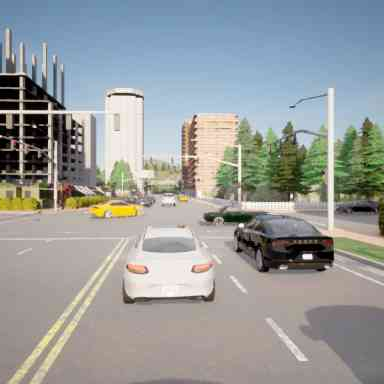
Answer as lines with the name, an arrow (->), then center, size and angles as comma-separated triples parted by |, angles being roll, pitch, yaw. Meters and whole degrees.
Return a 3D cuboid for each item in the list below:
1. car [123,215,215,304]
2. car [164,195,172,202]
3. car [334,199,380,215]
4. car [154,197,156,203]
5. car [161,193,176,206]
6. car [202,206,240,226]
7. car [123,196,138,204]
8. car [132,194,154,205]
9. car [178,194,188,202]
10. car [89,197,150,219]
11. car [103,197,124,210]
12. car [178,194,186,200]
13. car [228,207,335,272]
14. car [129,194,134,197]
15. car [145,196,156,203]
car -> -0.581, 1.526, 8.098 | 1.812, 1.442, 4.674 | 0, 0, -5
car -> -5.690, 1.524, 78.898 | 1.812, 1.442, 4.674 | 0, 0, -4
car -> 17.085, 1.491, 33.960 | 4.902, 1.511, 2.128 | 0, 0, -3
car -> -7.774, 1.491, 57.938 | 2.128, 1.511, 4.902 | 0, 0, -4
car -> -3.866, 1.221, 54.911 | 2.150, 2.045, 5.566 | 0, 0, -5
car -> 3.061, 1.601, 22.597 | 4.718, 1.301, 1.895 | 0, 0, -3
car -> -11.632, 1.547, 63.225 | 2.033, 1.411, 5.357 | 0, 0, -4
car -> -7.137, 1.492, 48.828 | 2.128, 1.511, 4.902 | 0, 0, -4
car -> -2.039, 1.470, 76.910 | 1.882, 1.535, 5.008 | 0, 0, -4
car -> -6.607, 1.478, 29.619 | 5.008, 1.535, 1.882 | 0, 1, -42
car -> -10.287, 1.478, 43.758 | 1.882, 1.535, 5.008 | 0, 0, -4
car -> -2.724, 1.304, 86.458 | 1.882, 1.535, 5.008 | 0, 0, -4
car -> 2.686, 1.478, 10.834 | 1.882, 1.535, 5.008 | 0, 0, -5
car -> -10.946, 1.478, 53.084 | 1.882, 1.535, 5.008 | 0, 0, -4
car -> -8.447, 1.547, 68.365 | 2.033, 1.411, 5.357 | 0, 0, -4
